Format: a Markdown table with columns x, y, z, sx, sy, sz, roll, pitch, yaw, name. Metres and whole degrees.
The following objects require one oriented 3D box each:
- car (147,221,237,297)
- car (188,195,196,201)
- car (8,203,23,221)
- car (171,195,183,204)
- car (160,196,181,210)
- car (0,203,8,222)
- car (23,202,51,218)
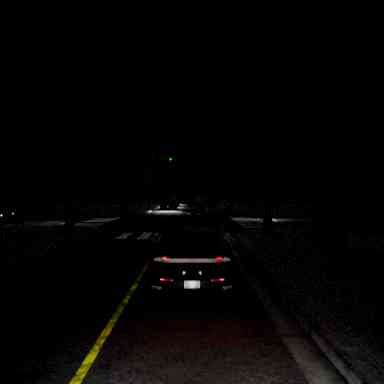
| x | y | z | sx | sy | sz | roll | pitch | yaw | name |
| --- | --- | --- | --- | --- | --- | --- | --- | --- | --- |
| 0.007 | 1.491 | 8.572 | 2.128 | 1.511 | 4.902 | 0 | 0 | 0 | car |
| 0.025 | 1.442 | 81.318 | 1.812 | 1.442 | 4.674 | 0 | 0 | 0 | car |
| -15.677 | 1.206 | 23.991 | 5.566 | 2.045 | 2.150 | 0 | 0 | 0 | car |
| -2.788 | 1.431 | 62.799 | 2.128 | 1.511 | 4.902 | 0 | 0 | 1 | car |
| -2.839 | 1.534 | 41.343 | 1.994 | 1.385 | 4.181 | 0 | 0 | 1 | car |
| -14.763 | 1.537 | 21.449 | 4.313 | 1.339 | 1.947 | 0 | 0 | 0 | car |
| -14.755 | 1.577 | 29.475 | 4.313 | 1.339 | 1.947 | 0 | 0 | 0 | car |
